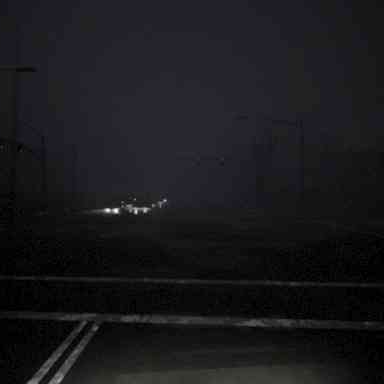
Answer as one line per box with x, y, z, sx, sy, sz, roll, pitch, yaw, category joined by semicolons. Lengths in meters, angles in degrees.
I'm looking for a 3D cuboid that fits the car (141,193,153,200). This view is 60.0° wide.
-10.132;0.888;75.387;2.033;1.411;5.357;0;1;0;car

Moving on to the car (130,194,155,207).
-6.802;1.394;46.228;1.994;1.385;4.181;0;1;1;car

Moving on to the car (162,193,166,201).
-6.684;1.158;65.036;1.895;1.301;4.718;0;1;0;car

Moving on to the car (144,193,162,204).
-6.733;1.261;55.458;2.033;1.411;5.357;0;1;0;car

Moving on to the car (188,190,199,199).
0.375;0.543;76.773;2.150;2.045;5.566;0;1;0;car

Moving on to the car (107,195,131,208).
-10.305;1.332;45.623;2.128;1.511;4.902;0;1;1;car

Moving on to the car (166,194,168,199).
-6.632;0.943;75.383;1.895;1.301;4.718;0;1;0;car

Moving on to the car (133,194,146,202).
-10.185;1.127;64.768;1.994;1.385;4.181;0;1;0;car
